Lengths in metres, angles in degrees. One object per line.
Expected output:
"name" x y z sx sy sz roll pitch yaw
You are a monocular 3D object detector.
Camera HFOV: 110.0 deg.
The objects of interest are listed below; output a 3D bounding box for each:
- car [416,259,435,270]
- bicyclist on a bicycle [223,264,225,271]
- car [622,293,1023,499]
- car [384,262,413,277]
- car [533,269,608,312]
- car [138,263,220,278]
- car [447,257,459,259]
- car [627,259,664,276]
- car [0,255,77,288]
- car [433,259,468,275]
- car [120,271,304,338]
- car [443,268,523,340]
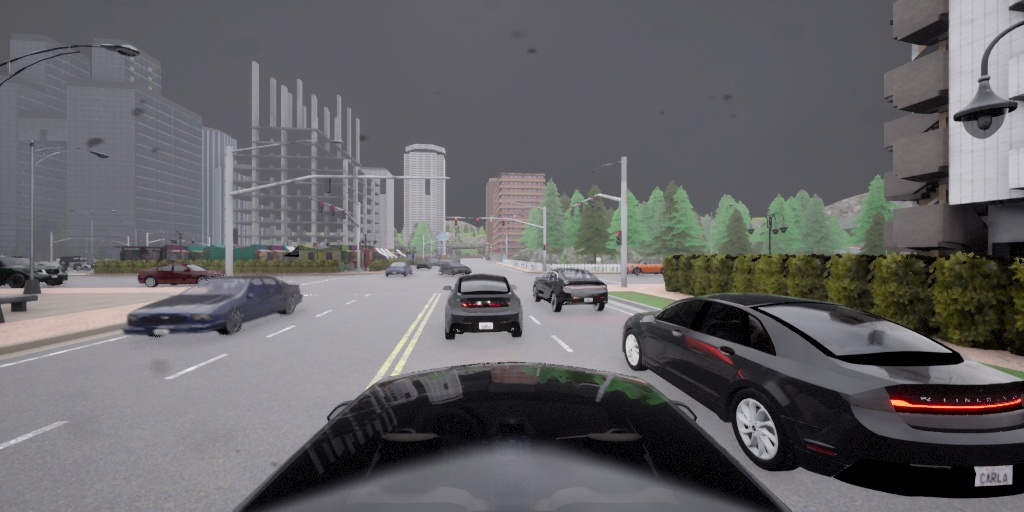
"car" -12.936 1.350 52.731 1.895 1.301 4.718 0 0 -6
"bicyclist on a bicycle" -29.555 1.011 37.399 0.582 1.620 1.656 0 5 -5
"car" 3.109 1.255 4.869 1.837 1.490 4.892 0 0 -4
"car" -11.046 1.276 35.280 1.812 1.442 4.674 0 0 -5
"car" 2.126 1.242 14.230 2.128 1.511 4.902 0 0 -9
"car" -21.424 1.228 23.635 5.008 1.535 1.882 0 0 -5
"car" -9.507 1.240 53.547 2.128 1.511 4.902 0 0 -6
"car" 14.019 1.102 37.536 4.553 1.767 2.097 0 0 -5
"car" -31.997 0.970 22.696 5.566 2.045 2.150 0 0 -5
"car" -5.834 1.298 36.034 2.033 1.411 5.357 0 0 -29
"car" -8.148 1.297 10.603 2.033 1.411 5.357 0 0 -8
"car" -0.867 1.255 10.111 1.837 1.490 4.892 0 0 -7
